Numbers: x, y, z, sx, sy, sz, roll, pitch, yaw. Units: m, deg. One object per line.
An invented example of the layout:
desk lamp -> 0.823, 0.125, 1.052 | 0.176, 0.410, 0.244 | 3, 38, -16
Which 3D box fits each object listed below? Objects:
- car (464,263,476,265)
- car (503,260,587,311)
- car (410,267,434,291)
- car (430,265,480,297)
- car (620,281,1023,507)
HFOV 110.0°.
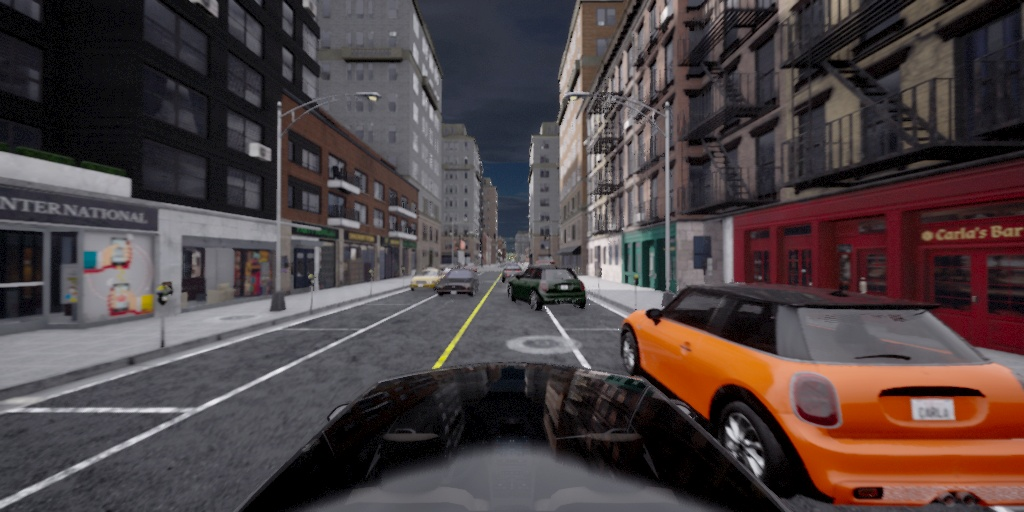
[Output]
car -> -5.388, 1.551, 45.550 | 1.967, 1.591, 4.097 | 0, 0, 0
car -> 1.336, 1.208, 15.436 | 2.097, 1.767, 4.553 | 0, -1, -17
car -> -5.388, 1.448, 23.568 | 1.751, 1.417, 4.829 | 0, 0, 0
car -> -2.850, 1.441, 20.161 | 2.033, 1.411, 5.357 | 0, 0, 0
car -> 2.988, 1.126, 4.671 | 2.097, 1.767, 4.553 | 0, 0, 0
